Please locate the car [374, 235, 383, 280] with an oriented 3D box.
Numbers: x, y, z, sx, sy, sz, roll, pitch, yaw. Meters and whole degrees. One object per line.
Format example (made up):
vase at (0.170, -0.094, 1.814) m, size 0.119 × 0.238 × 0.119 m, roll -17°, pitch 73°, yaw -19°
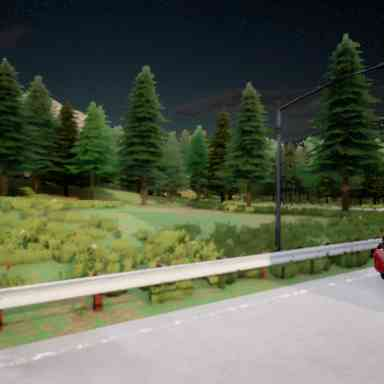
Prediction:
car at (7.157, 1.338, 8.823) m, size 5.566 × 2.045 × 2.150 m, roll 1°, pitch -1°, yaw -34°
